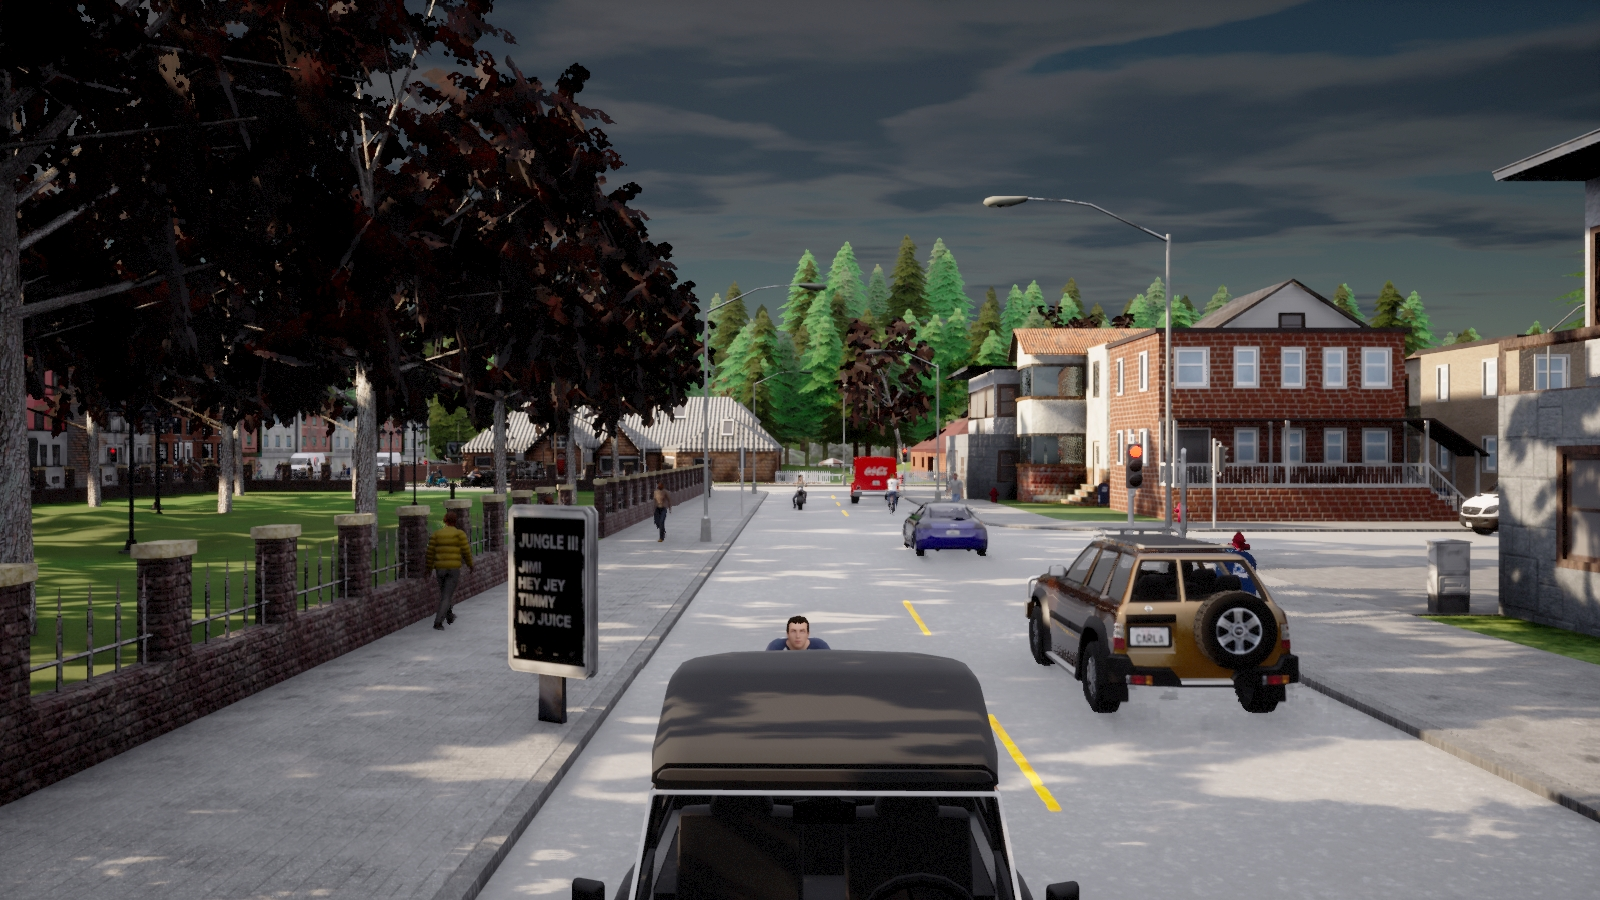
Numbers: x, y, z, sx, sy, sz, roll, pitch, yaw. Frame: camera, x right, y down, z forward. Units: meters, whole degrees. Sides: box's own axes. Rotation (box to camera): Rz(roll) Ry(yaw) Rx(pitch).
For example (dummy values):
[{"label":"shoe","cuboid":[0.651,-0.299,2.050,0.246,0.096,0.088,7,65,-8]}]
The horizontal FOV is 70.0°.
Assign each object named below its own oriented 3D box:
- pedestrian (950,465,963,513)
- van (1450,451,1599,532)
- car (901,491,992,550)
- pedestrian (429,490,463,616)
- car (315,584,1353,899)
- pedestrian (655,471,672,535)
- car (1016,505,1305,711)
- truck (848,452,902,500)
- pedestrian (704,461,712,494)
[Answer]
[{"label":"pedestrian","cuboid":[6.156,1.537,44.837,0.375,1.860,0.375,0,0,36]},{"label":"van","cuboid":[24.712,1.329,37.232,5.915,2.561,1.988,0,0,0]},{"label":"car","cuboid":[4.002,1.912,31.875,1.994,1.385,4.181,0,0,0]},{"label":"pedestrian","cuboid":[-5.314,1.532,17.159,0.375,1.860,0.375,0,0,2]},{"label":"car","cuboid":[0.090,1.640,4.031,1.905,1.878,3.866,0,0,1]},{"label":"pedestrian","cuboid":[-3.974,1.539,33.281,0.375,1.860,0.375,0,0,19]},{"label":"car","cuboid":[3.946,1.646,13.434,1.932,1.855,4.605,0,-1,0]},{"label":"truck","cuboid":[3.969,1.372,61.570,2.627,2.467,5.204,0,0,1]},{"label":"pedestrian","cuboid":[-5.171,1.551,63.954,0.375,1.860,0.375,0,0,7]}]
